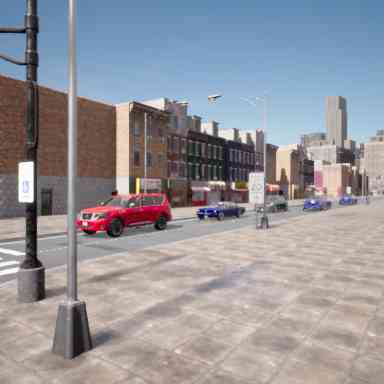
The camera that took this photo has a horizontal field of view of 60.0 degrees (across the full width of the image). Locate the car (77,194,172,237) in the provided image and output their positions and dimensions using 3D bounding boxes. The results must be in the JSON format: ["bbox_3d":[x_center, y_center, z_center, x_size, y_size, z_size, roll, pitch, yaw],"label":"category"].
[{"bbox_3d":[-3.394,1.118,17.779,2.150,2.045,5.566,0,0,35],"label":"car"}]

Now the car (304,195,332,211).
[{"bbox_3d":[14.202,1.122,37.407,2.097,1.767,4.553,0,0,35],"label":"car"}]

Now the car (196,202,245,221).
[{"bbox_3d":[2.284,1.436,25.766,1.895,1.301,4.718,0,0,35],"label":"car"}]

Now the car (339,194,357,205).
[{"bbox_3d":[24.158,1.065,51.331,2.097,1.767,4.553,0,0,32],"label":"car"}]

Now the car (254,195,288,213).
[{"bbox_3d":[8.086,1.140,33.885,2.097,1.767,4.553,0,0,36],"label":"car"}]
